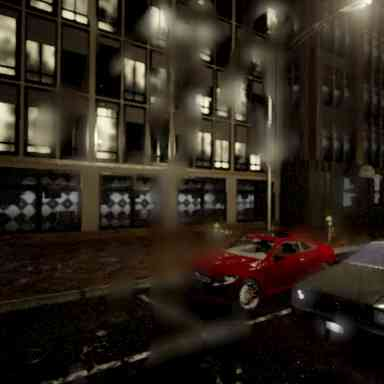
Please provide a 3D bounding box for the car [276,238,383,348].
[{"bbox_3d":[4.255,1.614,6.411,5.357,1.411,2.033,1,0,-36],"label":"car"}]

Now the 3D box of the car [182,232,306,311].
[{"bbox_3d":[1.756,1.637,7.807,4.206,1.307,1.802,1,0,-35],"label":"car"}]
